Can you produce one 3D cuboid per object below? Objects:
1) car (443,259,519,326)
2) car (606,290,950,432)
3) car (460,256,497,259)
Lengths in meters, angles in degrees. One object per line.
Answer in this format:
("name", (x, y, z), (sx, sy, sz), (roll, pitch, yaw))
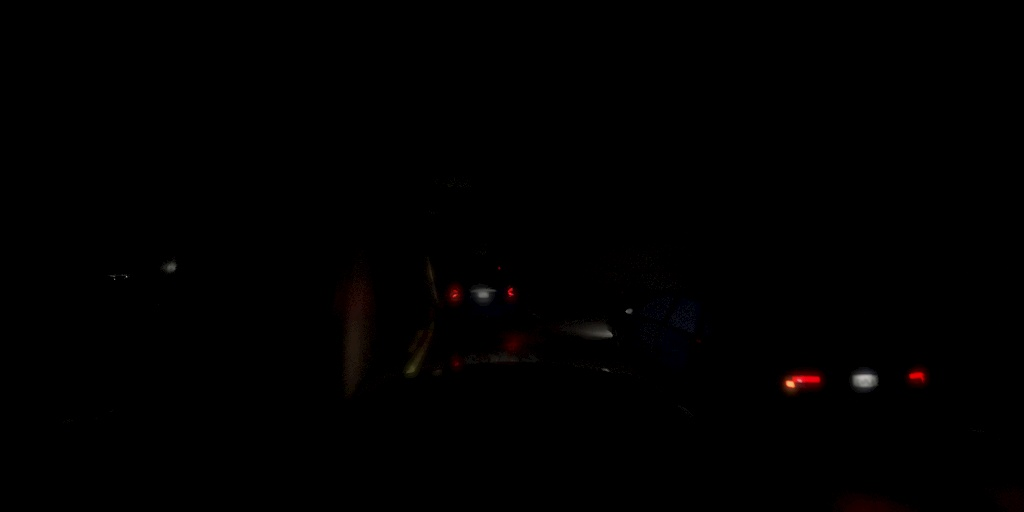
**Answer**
("car", (-1.207, 1.120, 12.106), (2.097, 1.767, 4.553), (0, 0, -11))
("car", (3.297, 1.287, 6.047), (2.033, 1.411, 5.357), (0, 0, -5))
("car", (-2.750, 1.013, 25.691), (2.150, 2.045, 5.566), (0, 0, -30))
